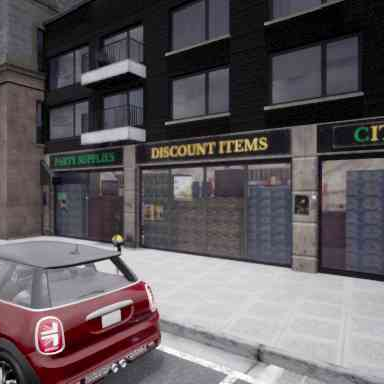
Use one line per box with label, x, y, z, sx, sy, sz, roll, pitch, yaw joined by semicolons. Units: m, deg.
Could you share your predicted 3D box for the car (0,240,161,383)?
car;-2.477;1.440;4.848;4.097;1.590;1.967;0;0;36
